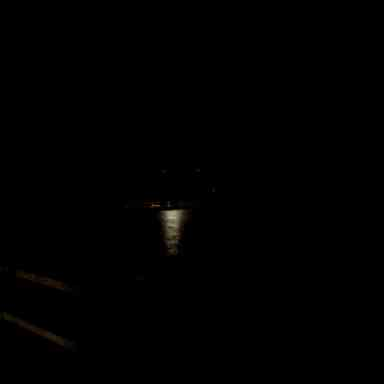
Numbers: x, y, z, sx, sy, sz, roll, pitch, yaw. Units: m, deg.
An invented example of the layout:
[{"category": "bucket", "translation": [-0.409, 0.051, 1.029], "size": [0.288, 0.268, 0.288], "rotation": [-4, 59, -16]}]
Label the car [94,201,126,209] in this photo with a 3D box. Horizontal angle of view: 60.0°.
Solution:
[{"category": "car", "translation": [-13.333, 2.251, 54.353], "size": [2.033, 1.411, 5.357], "rotation": [0, -1, 36]}]
